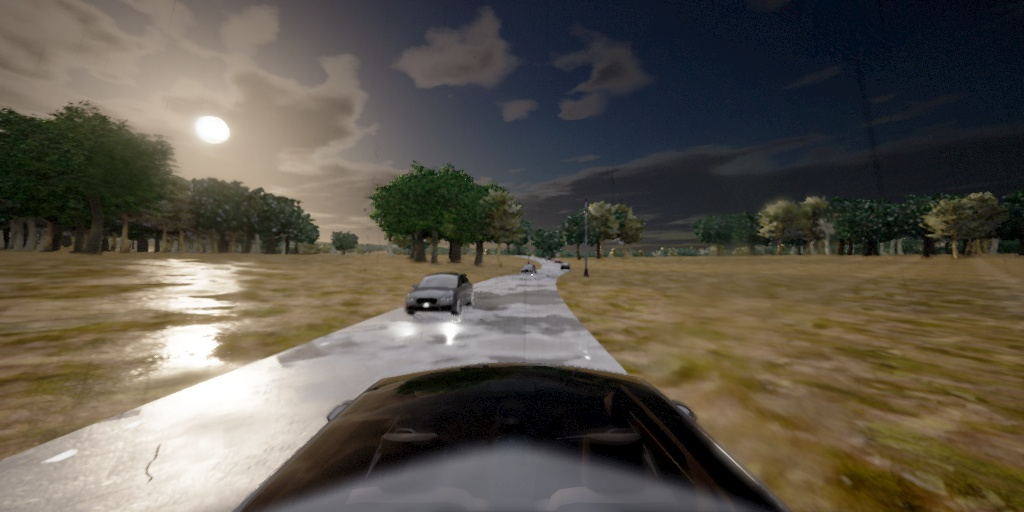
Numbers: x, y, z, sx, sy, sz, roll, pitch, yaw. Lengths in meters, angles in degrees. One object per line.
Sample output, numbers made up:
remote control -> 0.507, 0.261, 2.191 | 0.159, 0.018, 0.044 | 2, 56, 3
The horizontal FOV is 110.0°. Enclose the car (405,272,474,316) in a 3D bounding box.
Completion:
car -> -2.711, 1.415, 14.336 | 1.837, 1.490, 4.892 | 0, -1, 3

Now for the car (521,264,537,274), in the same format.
car -> 2.559, 1.963, 54.345 | 1.837, 1.490, 4.892 | 0, -1, 12
